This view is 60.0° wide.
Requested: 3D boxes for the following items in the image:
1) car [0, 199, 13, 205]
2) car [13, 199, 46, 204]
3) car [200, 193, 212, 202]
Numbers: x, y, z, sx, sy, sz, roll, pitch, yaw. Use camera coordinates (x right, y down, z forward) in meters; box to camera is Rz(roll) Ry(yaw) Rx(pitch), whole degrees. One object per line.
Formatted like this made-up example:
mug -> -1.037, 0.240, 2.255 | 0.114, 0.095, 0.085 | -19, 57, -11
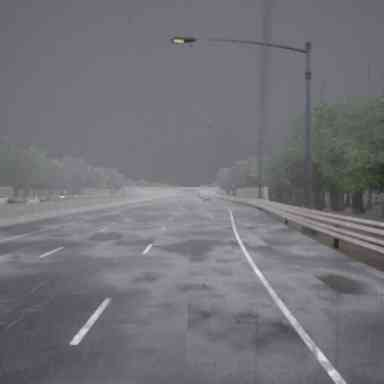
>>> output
car -> -21.069, 1.526, 37.243 | 1.812, 1.442, 4.674 | 0, 0, 0
car -> -17.573, 1.526, 37.178 | 1.812, 1.442, 4.674 | 0, 0, 0
car -> 3.514, 1.613, 78.626 | 1.895, 1.301, 4.718 | 0, 0, 0
